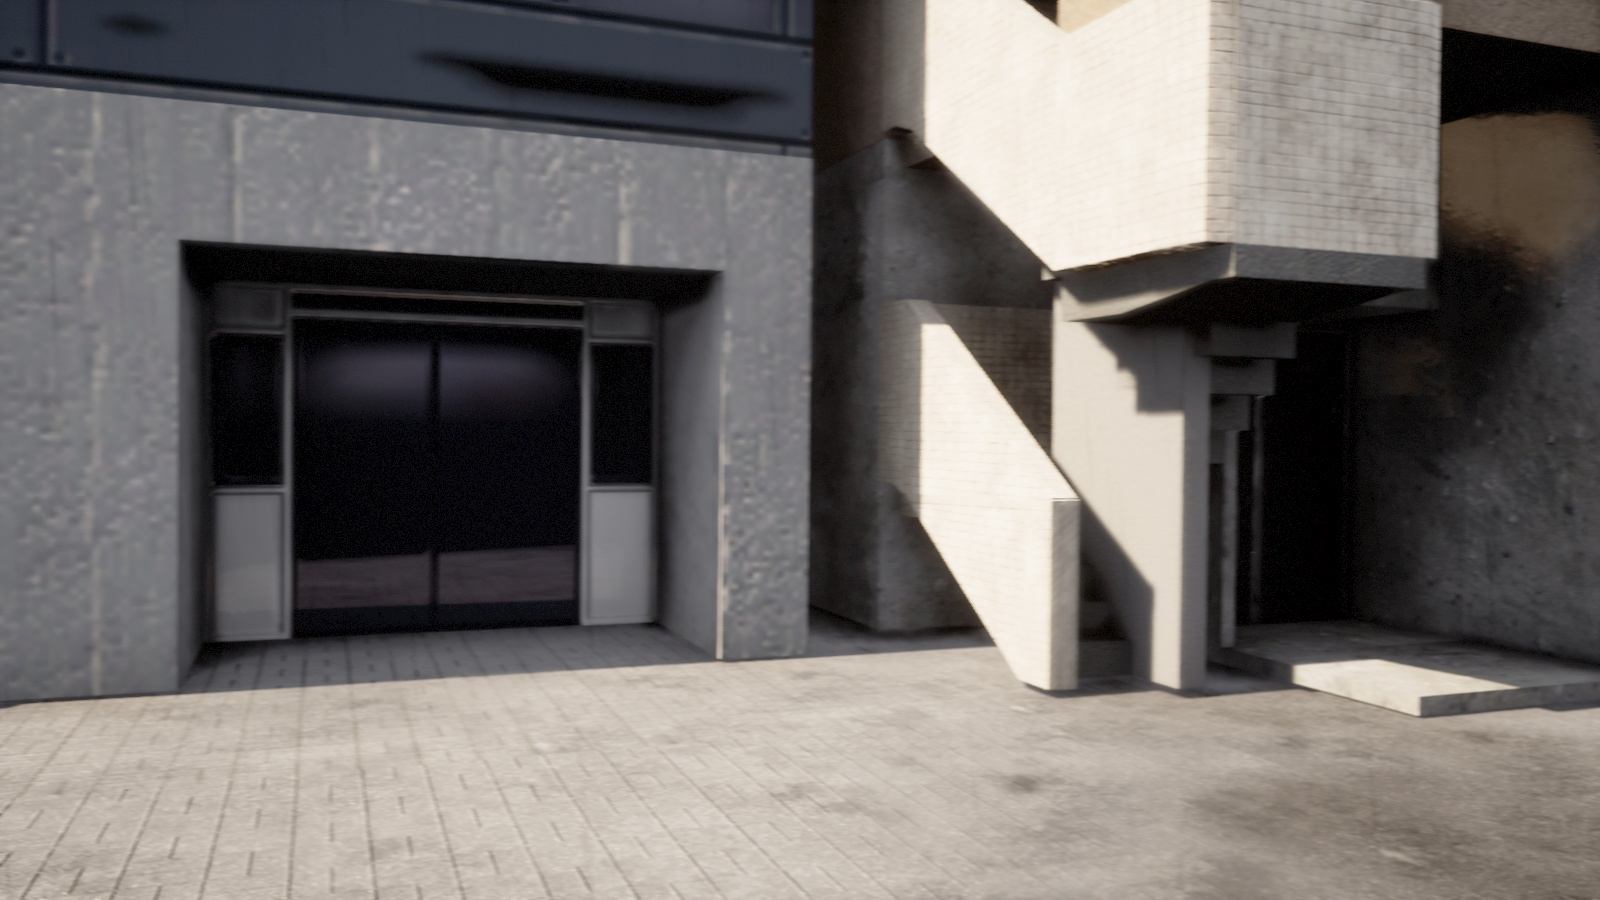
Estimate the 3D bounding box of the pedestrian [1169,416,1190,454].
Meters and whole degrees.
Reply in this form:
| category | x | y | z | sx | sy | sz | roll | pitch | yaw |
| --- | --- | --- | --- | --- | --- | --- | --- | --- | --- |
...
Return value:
| category | x | y | z | sx | sy | sz | roll | pitch | yaw |
| --- | --- | --- | --- | --- | --- | --- | --- | --- | --- |
| pedestrian | 19.940 | -0.792 | 66.038 | 0.659 | 1.952 | 0.873 | -1 | 1 | -22 |
